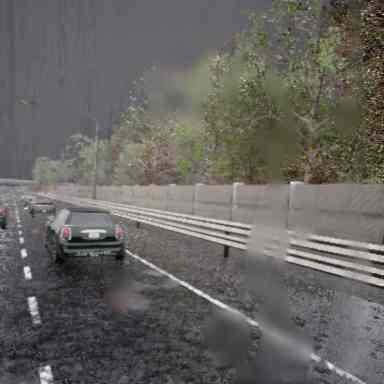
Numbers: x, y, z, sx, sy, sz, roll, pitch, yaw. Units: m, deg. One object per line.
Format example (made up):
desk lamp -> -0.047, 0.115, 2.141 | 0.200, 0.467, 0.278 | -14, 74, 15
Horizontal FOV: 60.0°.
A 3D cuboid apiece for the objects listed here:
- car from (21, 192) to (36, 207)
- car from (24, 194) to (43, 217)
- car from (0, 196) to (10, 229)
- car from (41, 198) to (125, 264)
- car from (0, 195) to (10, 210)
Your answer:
car -> -19.111, 1.061, 39.926 | 1.812, 1.442, 4.674 | 3, -1, -28
car -> -12.311, 1.209, 27.331 | 2.128, 1.511, 4.902 | 3, -1, -28
car -> -11.493, 1.003, 18.688 | 2.097, 1.767, 4.553 | 3, -1, -28
car -> -3.948, 1.297, 11.845 | 2.097, 1.767, 4.553 | 3, -1, -28
car -> -19.812, 1.027, 34.072 | 1.895, 1.301, 4.718 | 3, -1, -28
